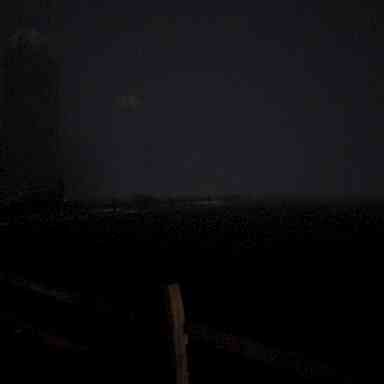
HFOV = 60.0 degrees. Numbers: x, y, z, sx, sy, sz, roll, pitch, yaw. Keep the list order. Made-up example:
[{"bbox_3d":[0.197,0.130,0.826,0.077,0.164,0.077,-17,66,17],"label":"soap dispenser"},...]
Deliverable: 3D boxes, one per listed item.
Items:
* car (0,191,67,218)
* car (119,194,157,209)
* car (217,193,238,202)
[{"bbox_3d":[-13.196,0.925,27.558,2.150,2.045,5.566,1,1,35],"label":"car"},{"bbox_3d":[-6.092,1.003,37.670,1.882,1.535,5.008,1,3,35],"label":"car"},{"bbox_3d":[5.912,0.837,54.596,1.895,1.301,4.718,1,1,35],"label":"car"}]
